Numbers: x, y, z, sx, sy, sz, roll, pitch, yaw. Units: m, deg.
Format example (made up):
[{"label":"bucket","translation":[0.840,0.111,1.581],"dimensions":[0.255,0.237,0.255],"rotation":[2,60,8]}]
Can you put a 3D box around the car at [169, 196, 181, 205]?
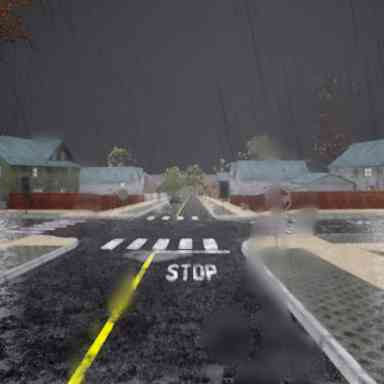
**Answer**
[{"label":"car","translation":[-2.777,1.324,54.934],"dimensions":[2.033,1.411,5.357],"rotation":[0,0,1]}]
